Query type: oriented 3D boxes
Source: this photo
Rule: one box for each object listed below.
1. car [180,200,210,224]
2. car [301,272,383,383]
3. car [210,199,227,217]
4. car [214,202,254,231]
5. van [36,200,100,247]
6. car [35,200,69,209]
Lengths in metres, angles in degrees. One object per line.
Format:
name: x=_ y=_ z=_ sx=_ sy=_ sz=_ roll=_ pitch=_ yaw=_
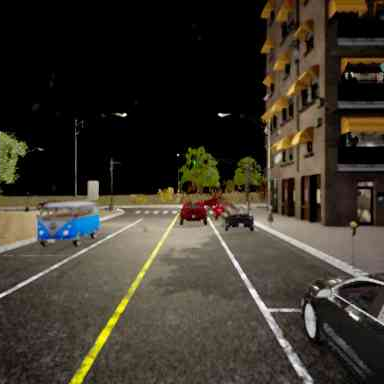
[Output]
car: x=0.100 y=1.477 z=24.646 sx=1.882 sy=1.535 sz=5.008 roll=0 pitch=0 yaw=0
car: x=2.568 y=1.551 z=3.632 sx=2.008 sy=1.369 sz=4.403 roll=0 pitch=0 yaw=0
car: x=2.698 y=1.544 z=28.140 sx=1.887 sy=1.381 sz=4.507 roll=0 pitch=0 yaw=0
car: x=2.666 y=1.550 z=20.210 sx=2.008 sy=1.369 sz=4.403 roll=0 pitch=0 yaw=0
van: x=-5.342 y=1.341 z=14.736 sx=1.690 sy=1.788 sz=3.998 roll=0 pitch=0 yaw=0
car: x=-20.587 y=1.820 z=48.946 sx=4.206 sy=1.307 sz=1.802 roll=-1 pitch=1 yaw=-1
